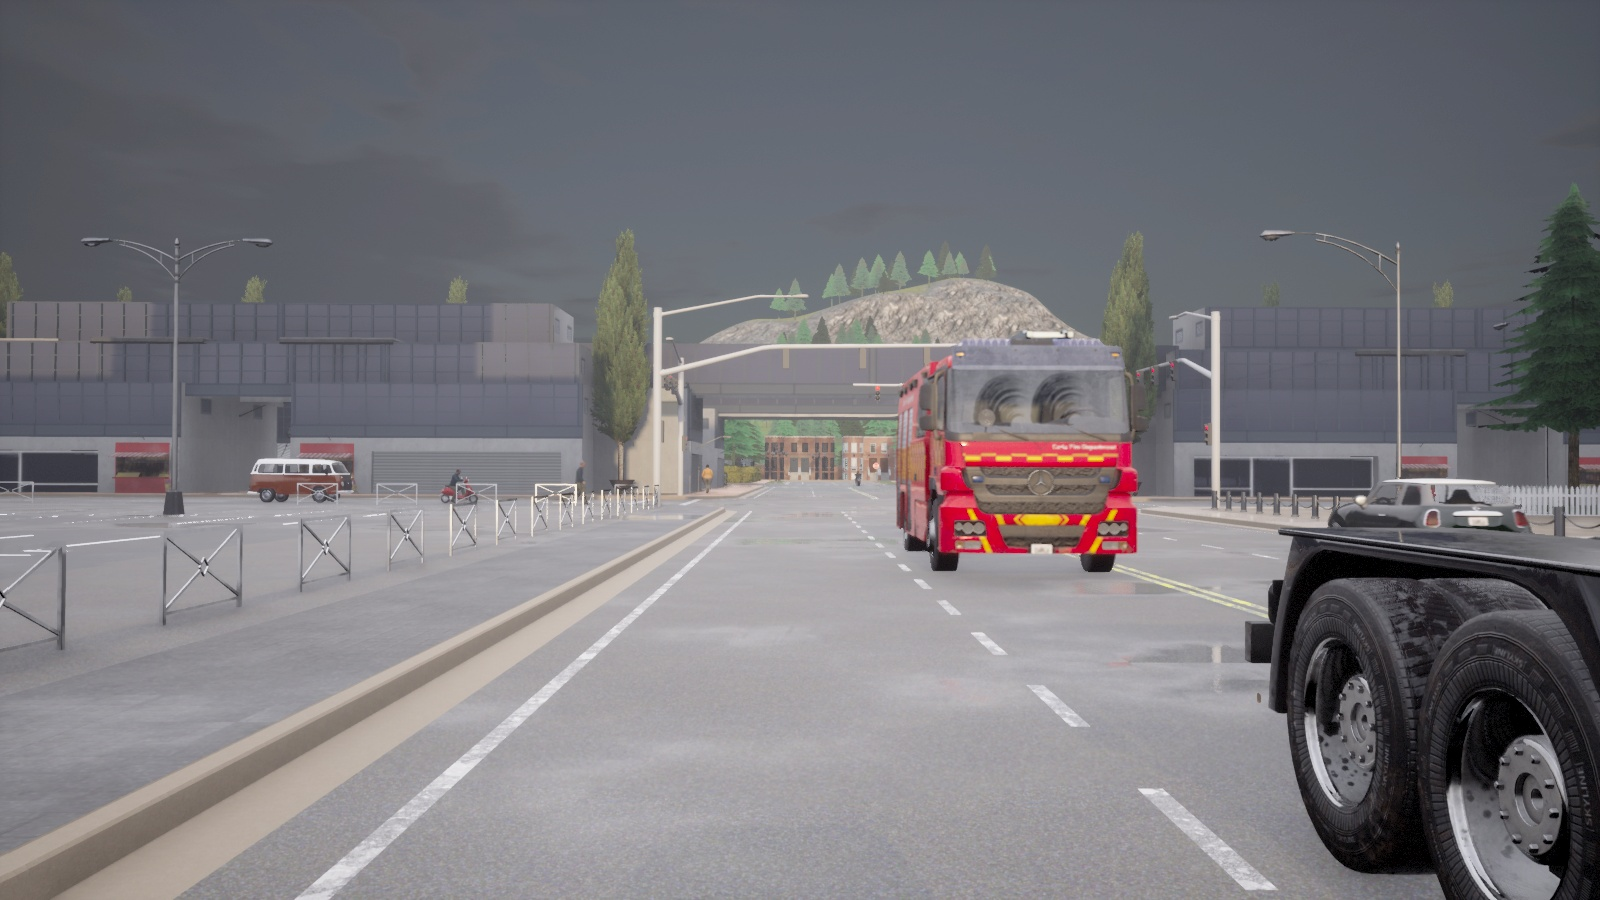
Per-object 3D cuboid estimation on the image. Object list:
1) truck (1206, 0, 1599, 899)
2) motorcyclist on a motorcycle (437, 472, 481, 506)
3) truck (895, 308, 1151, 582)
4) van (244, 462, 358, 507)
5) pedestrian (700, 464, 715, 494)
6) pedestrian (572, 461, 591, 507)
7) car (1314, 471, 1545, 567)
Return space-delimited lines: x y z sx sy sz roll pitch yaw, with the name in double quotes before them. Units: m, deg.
"truck" 3.496 -0.142 2.332 2.891 3.462 7.936 0 -1 0
"motorcyclist on a motorcycle" -15.840 1.808 58.317 1.817 1.590 0.866 0 -1 1
"truck" 3.447 0.002 21.831 2.891 3.827 8.468 0 -1 0
"van" -23.202 1.611 58.494 4.480 2.038 2.069 0 -1 1
"pedestrian" -5.689 1.794 77.520 0.874 1.855 0.900 0 -1 0
"pedestrian" -8.800 1.356 50.605 0.726 1.842 0.402 0 -1 -1
"car" 10.453 1.094 21.215 1.970 1.475 3.806 0 -1 0
